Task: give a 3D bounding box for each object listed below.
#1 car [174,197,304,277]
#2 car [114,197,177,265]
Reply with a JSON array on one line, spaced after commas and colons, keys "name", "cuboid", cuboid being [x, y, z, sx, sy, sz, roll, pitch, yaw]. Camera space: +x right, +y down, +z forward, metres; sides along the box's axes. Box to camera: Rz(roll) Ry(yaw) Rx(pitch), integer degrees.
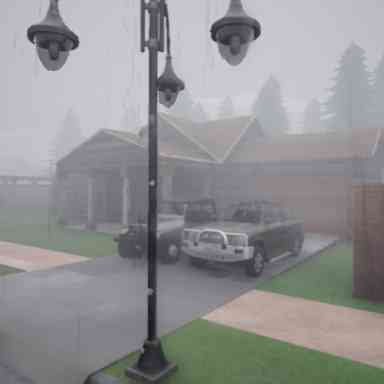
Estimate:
[{"name": "car", "cuboid": [1.734, 1.144, 9.806, 1.932, 1.855, 4.605, 1, 0, 35]}, {"name": "car", "cuboid": [-0.541, 1.127, 10.945, 1.905, 1.878, 3.866, 1, 0, 35]}]
